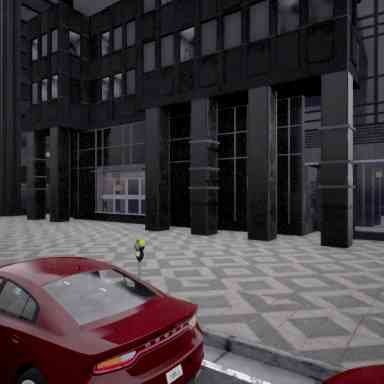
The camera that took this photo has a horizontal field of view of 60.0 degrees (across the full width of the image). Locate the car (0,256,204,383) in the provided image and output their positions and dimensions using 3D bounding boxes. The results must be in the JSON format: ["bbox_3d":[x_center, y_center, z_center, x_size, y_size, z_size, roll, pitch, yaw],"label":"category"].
[{"bbox_3d":[-1.974,1.545,4.378,4.507,1.381,1.887,0,0,36],"label":"car"}]

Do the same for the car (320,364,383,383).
[{"bbox_3d":[2.608,1.545,1.096,4.507,1.381,1.887,0,0,36],"label":"car"}]
